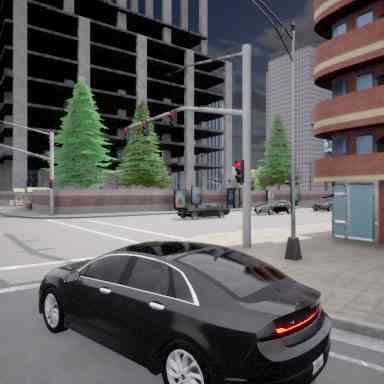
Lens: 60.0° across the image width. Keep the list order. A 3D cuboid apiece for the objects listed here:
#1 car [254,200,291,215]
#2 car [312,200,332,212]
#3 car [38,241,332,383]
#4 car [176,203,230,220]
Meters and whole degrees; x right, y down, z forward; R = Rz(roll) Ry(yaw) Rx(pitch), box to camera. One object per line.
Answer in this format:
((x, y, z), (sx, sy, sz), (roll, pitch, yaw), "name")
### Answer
((8.563, 1.547, 34.501), (4.902, 1.511, 2.128), (0, 0, -36), "car")
((16.646, 1.407, 40.273), (4.553, 1.767, 2.097), (0, 0, -35), "car")
((-0.534, 1.505, 5.001), (4.892, 1.490, 1.837), (0, 0, 41), "car")
((0.983, 1.656, 29.065), (4.718, 1.301, 1.895), (0, 0, -36), "car")
